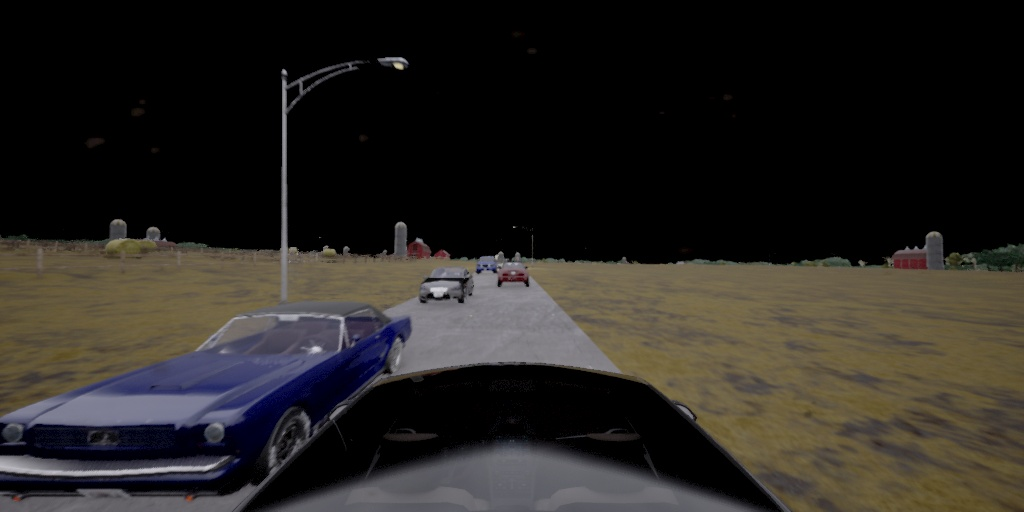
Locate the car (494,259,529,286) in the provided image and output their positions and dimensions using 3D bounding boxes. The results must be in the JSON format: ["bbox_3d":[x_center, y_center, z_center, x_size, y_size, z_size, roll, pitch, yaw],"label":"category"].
[{"bbox_3d":[0.085,1.104,25.104,2.097,1.767,4.553,0,0,0],"label":"car"}]

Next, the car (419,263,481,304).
[{"bbox_3d":[-2.819,1.234,16.291,2.128,1.511,4.902,0,0,1],"label":"car"}]

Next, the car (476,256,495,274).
[{"bbox_3d":[-2.865,1.021,41.330,2.150,2.045,5.566,0,0,0],"label":"car"}]

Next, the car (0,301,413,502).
[{"bbox_3d":[-2.846,1.348,4.703,1.895,1.301,4.718,0,0,0],"label":"car"}]
